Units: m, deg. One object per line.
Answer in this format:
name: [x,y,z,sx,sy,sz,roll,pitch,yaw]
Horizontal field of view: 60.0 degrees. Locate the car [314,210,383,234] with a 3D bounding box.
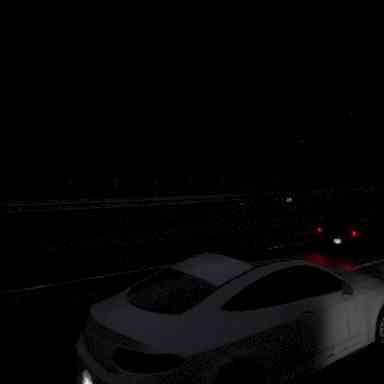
car: [6.894,1.363,12.873,4.718,1.301,1.895,-2,1,-35]

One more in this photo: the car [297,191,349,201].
car: [11.825,0.822,29.222,5.008,1.535,1.882,-2,1,-34]

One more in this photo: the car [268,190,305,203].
car: [10.022,0.684,32.222,4.553,1.767,2.097,-3,2,-34]

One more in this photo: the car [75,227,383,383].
car: [0.920,1.481,4.391,4.674,1.442,1.812,-1,1,-35]

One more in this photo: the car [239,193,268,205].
car: [6.992,0.876,34.398,4.892,1.490,1.837,-2,1,-34]
